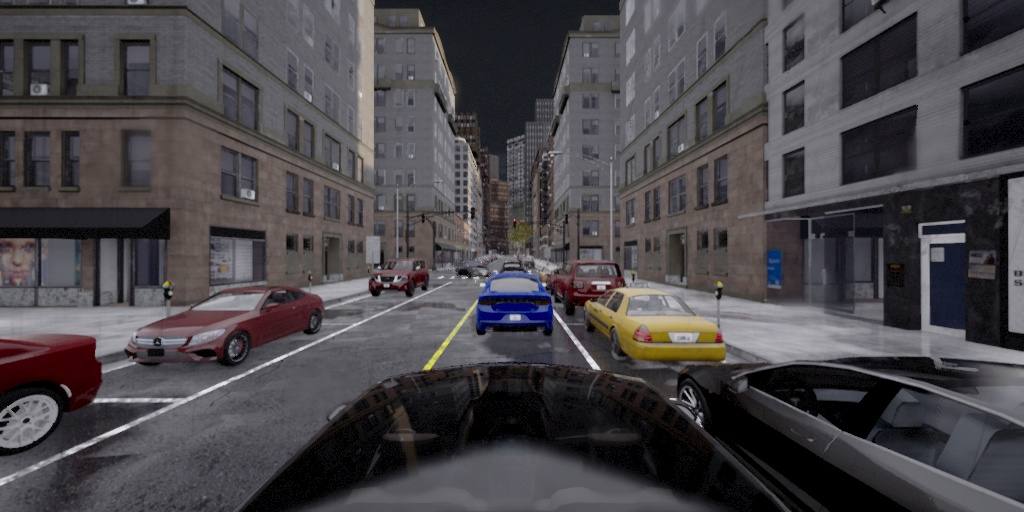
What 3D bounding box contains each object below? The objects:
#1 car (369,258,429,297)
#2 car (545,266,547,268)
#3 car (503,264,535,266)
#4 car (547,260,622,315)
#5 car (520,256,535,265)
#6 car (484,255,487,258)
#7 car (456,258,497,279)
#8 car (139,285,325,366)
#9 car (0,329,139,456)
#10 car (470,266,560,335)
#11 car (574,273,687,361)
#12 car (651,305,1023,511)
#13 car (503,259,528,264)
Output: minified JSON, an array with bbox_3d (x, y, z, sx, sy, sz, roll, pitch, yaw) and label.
[{"bbox_3d":[-5.780,1.039,19.011,2.192,1.841,5.009,0,0,0],"label":"car"},{"bbox_3d":[2.745,1.306,19.012,1.802,1.307,4.207,0,0,0],"label":"car"},{"bbox_3d":[0.077,1.290,18.070,1.994,1.385,4.181,0,0,0],"label":"car"},{"bbox_3d":[2.751,1.050,13.461,2.192,1.841,5.009,0,0,0],"label":"car"},{"bbox_3d":[2.707,1.109,56.673,2.007,1.370,4.403,0,0,0],"label":"car"},{"bbox_3d":[-5.824,0.965,62.096,1.967,1.591,4.097,0,0,0],"label":"car"},{"bbox_3d":[-3.430,1.170,31.539,2.128,1.511,4.902,1,0,-29],"label":"car"},{"bbox_3d":[-5.769,1.326,7.905,1.802,1.307,4.207,0,0,0],"label":"car"},{"bbox_3d":[-5.763,1.295,2.353,1.888,1.381,4.507,0,0,0],"label":"car"},{"bbox_3d":[0.042,1.218,10.481,1.882,1.535,5.008,0,0,-1],"label":"car"},{"bbox_3d":[2.756,1.269,8.077,1.751,1.417,4.829,0,0,0],"label":"car"},{"bbox_3d":[2.762,1.316,2.355,1.948,1.339,4.313,0,0,0],"label":"car"},{"bbox_3d":[0.022,1.205,26.983,1.837,1.490,4.892,0,0,0],"label":"car"}]
